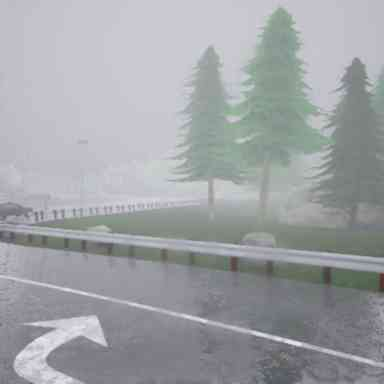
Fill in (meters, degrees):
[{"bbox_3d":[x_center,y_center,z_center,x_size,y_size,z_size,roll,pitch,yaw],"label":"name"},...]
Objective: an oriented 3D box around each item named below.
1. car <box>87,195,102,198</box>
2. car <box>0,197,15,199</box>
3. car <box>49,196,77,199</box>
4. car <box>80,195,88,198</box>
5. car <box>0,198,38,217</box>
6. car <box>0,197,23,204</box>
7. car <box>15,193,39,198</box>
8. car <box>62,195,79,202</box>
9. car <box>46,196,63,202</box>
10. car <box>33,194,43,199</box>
[{"bbox_3d":[-22.769,1.588,80.270,2.128,1.511,4.902,0,0,3],"label":"car"},{"bbox_3d":[-30.312,1.622,51.236,1.812,1.442,4.674,0,0,22],"label":"car"},{"bbox_3d":[-25.162,1.599,65.452,1.812,1.442,4.674,0,0,19],"label":"car"},{"bbox_3d":[-26.234,1.598,81.693,2.128,1.511,4.902,0,0,3],"label":"car"},{"bbox_3d":[-16.074,1.576,29.121,1.812,1.442,4.674,0,0,20],"label":"car"},{"bbox_3d":[-35.935,1.666,66.033,1.994,1.385,4.181,0,0,19],"label":"car"},{"bbox_3d":[-32.152,1.325,66.505,2.150,2.045,5.566,0,0,19],"label":"car"},{"bbox_3d":[-29.735,1.612,81.612,2.128,1.511,4.902,0,0,3],"label":"car"},{"bbox_3d":[-33.260,1.622,80.576,1.812,1.442,4.674,0,0,3],"label":"car"},{"bbox_3d":[-28.450,1.627,66.667,2.033,1.411,5.357,0,0,19],"label":"car"}]
